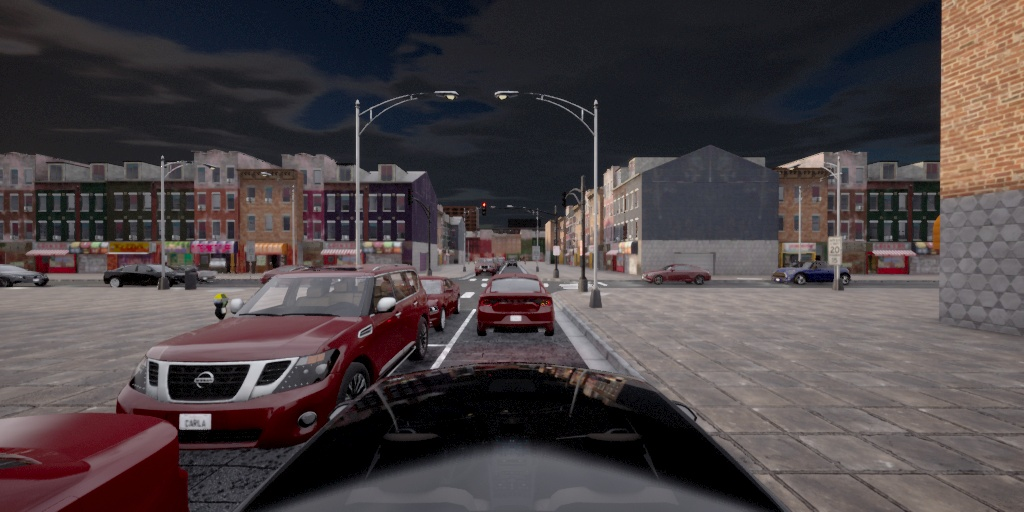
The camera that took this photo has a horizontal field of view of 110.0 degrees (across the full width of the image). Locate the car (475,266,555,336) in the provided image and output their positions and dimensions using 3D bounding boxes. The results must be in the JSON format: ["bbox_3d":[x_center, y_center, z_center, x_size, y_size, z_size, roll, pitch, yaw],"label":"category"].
[{"bbox_3d":[0.090,1.227,10.405,1.882,1.535,5.008,0,0,0],"label":"car"}]

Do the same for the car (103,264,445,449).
[{"bbox_3d":[-2.642,1.064,5.508,2.192,1.841,5.009,0,0,0],"label":"car"}]

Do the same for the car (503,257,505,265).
[{"bbox_3d":[-2.682,1.337,64.484,2.007,1.370,4.403,0,0,0],"label":"car"}]

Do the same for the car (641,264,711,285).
[{"bbox_3d":[11.735,1.284,25.721,4.674,1.442,1.812,0,0,2],"label":"car"}]

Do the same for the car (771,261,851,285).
[{"bbox_3d":[21.308,1.124,25.711,4.553,1.767,2.097,0,0,0],"label":"car"}]

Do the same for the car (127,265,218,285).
[{"bbox_3d":[-24.258,1.323,25.761,4.718,1.301,1.895,0,0,0],"label":"car"}]

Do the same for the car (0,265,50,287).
[{"bbox_3d":[-32.609,1.266,22.820,4.674,1.442,1.812,0,0,0],"label":"car"}]

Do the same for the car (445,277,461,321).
[{"bbox_3d":[-2.645,1.294,10.941,1.888,1.381,4.507,0,0,0],"label":"car"}]

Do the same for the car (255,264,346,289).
[{"bbox_3d":[-13.354,1.278,22.837,4.674,1.442,1.812,0,0,-1],"label":"car"}]

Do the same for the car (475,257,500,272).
[{"bbox_3d":[-2.663,1.073,37.351,2.192,1.841,5.009,0,0,0],"label":"car"}]

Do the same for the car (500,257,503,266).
[{"bbox_3d":[-2.670,1.081,48.204,2.192,1.841,5.009,0,0,0],"label":"car"}]

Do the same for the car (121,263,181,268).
[{"bbox_3d":[-22.812,1.222,22.811,5.008,1.535,1.882,0,0,0],"label":"car"}]
